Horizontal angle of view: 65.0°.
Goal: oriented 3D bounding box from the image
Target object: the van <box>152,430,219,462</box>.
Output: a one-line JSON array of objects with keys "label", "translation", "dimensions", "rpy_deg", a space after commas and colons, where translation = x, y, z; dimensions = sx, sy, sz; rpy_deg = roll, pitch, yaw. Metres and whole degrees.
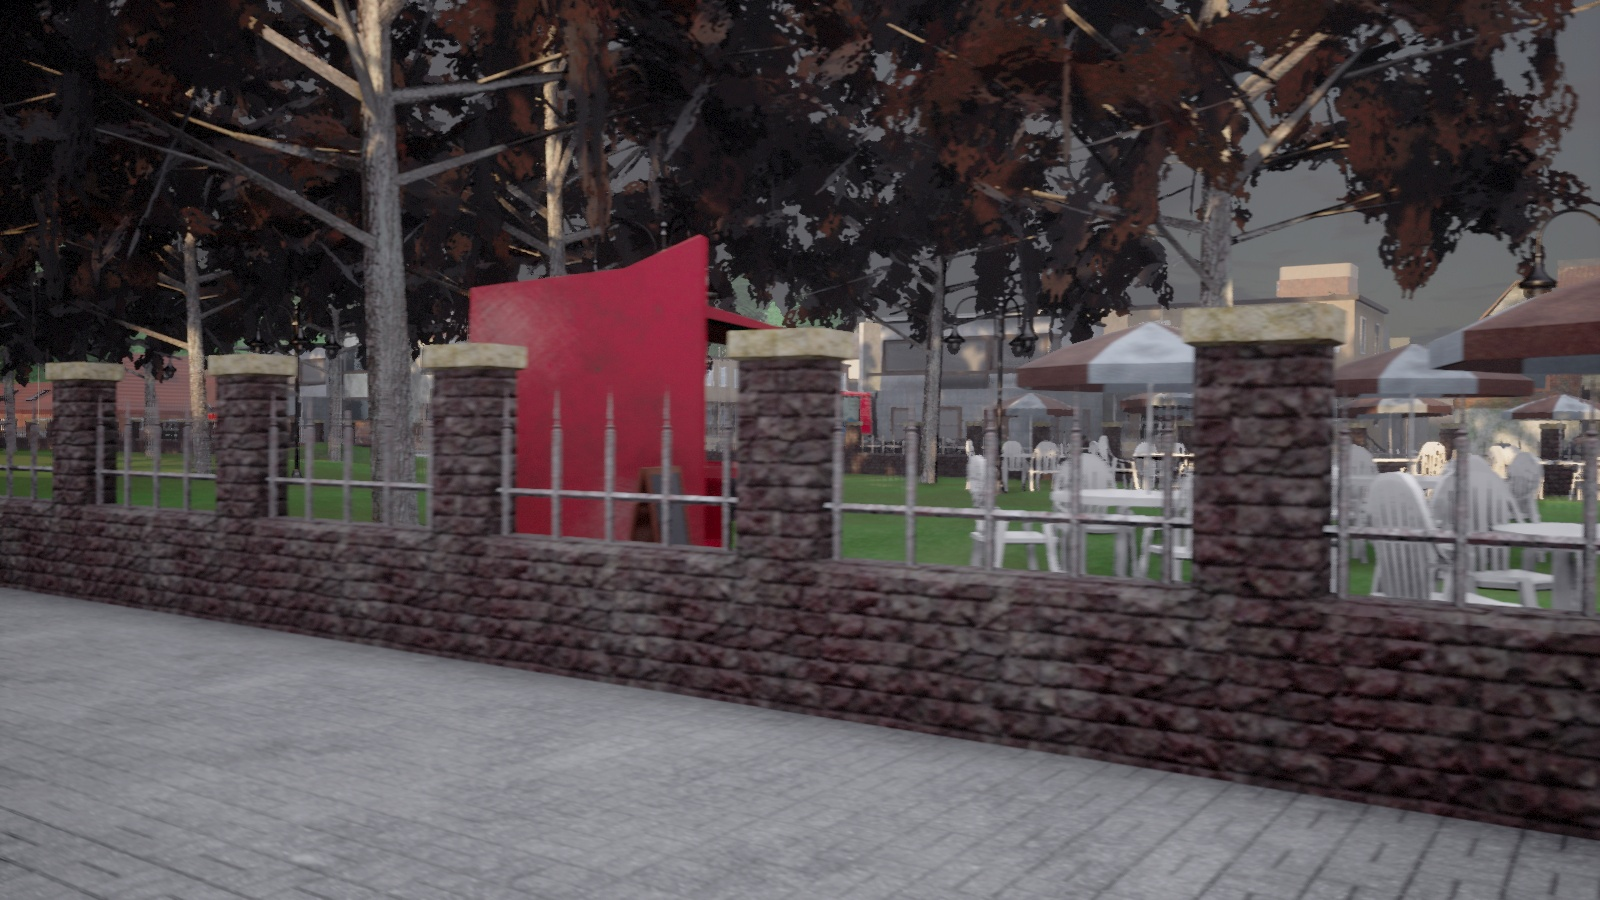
[{"label": "van", "translation": [-39.259, -0.255, 80.198], "dimensions": [4.442, 1.987, 1.775], "rpy_deg": [0, 1, 33]}]

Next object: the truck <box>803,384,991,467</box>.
[{"label": "truck", "translation": [4.225, -1.051, 55.862], "dimensions": [7.936, 3.462, 2.891], "rpy_deg": [0, 1, 34]}]
